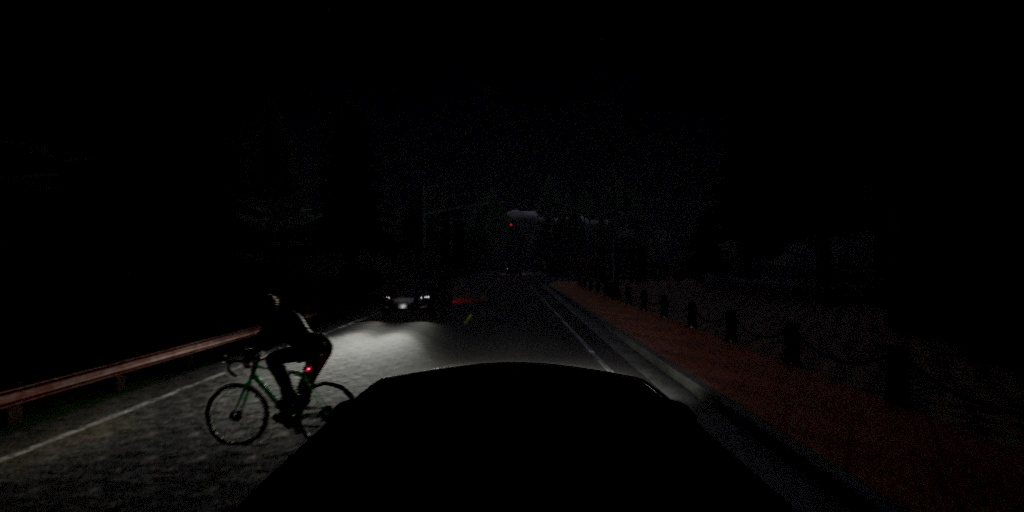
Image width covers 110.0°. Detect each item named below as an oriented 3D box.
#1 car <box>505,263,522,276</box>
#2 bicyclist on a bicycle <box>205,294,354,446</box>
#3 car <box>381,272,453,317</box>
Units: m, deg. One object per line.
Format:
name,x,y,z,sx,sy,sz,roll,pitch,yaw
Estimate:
car,0.204,1.704,47.472,2.097,1.767,4.553,0,-1,0
bicyclist on a bicycle,-2.464,1.231,3.838,1.656,1.620,0.582,-1,-1,0
car,-3.540,1.405,14.149,2.128,1.511,4.902,0,-1,0
